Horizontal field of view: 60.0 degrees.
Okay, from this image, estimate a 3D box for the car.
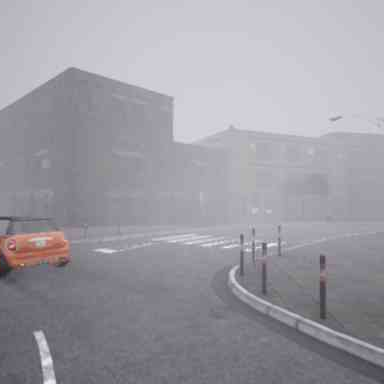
[{"bbox_3d":[-6.102,1.547,11.023,4.553,1.767,2.097,-1,-1,38],"label":"car"}]
